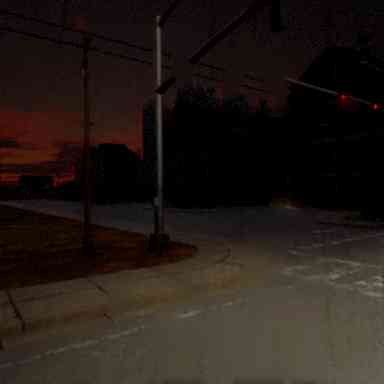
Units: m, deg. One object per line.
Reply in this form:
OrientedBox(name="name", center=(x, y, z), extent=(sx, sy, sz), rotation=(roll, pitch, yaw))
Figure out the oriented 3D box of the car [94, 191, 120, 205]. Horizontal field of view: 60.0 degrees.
OrientedBox(name="car", center=(-12.970, 0.891, 51.184), extent=(3.866, 1.878, 1.905), rotation=(-2, 6, 11))
